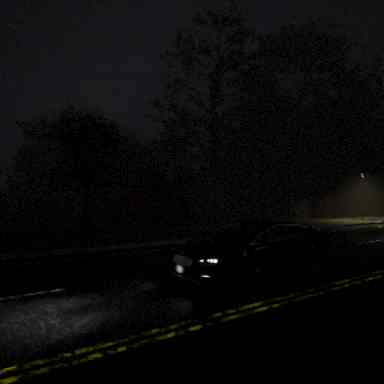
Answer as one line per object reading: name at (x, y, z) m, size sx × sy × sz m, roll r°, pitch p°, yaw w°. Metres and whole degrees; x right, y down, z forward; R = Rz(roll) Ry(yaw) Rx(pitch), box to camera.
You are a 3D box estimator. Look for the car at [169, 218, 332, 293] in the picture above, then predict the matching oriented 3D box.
car at (1.733, 1.488, 8.894) m, size 4.902 × 1.511 × 2.128 m, roll 1°, pitch 0°, yaw -35°
